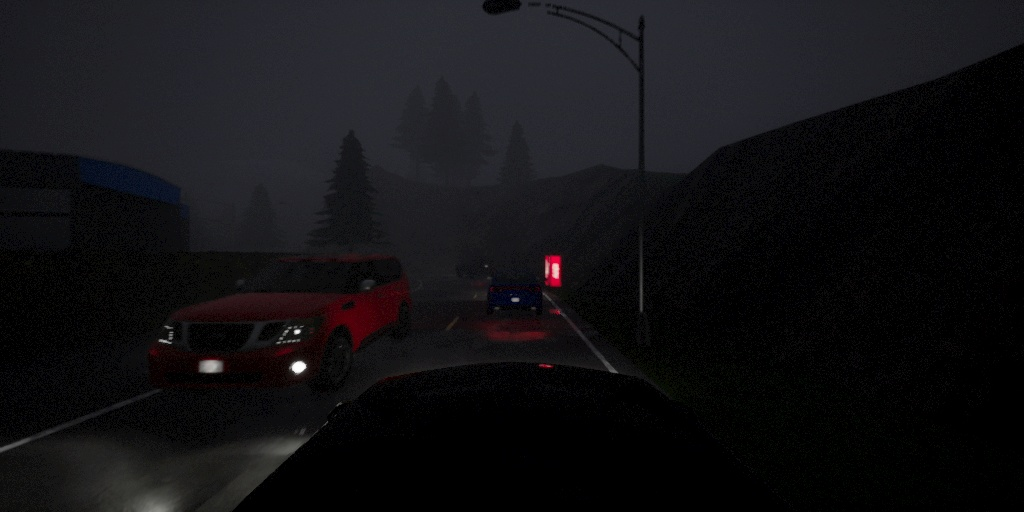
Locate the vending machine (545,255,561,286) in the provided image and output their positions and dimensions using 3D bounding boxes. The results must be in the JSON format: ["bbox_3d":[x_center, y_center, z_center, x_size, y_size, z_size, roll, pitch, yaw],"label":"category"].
[{"bbox_3d":[2.784,0.930,24.097,1.100,2.100,0.880,0,0,-10],"label":"vending machine"}]

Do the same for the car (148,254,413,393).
[{"bbox_3d":[-3.611,0.968,7.054,2.150,2.045,5.566,0,0,0],"label":"car"}]

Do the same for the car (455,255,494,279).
[{"bbox_3d":[-3.357,0.950,32.368,2.150,2.045,5.566,1,0,-27],"label":"car"}]

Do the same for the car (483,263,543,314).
[{"bbox_3d":[0.049,1.219,13.757,1.882,1.535,5.008,0,0,-1],"label":"car"}]
